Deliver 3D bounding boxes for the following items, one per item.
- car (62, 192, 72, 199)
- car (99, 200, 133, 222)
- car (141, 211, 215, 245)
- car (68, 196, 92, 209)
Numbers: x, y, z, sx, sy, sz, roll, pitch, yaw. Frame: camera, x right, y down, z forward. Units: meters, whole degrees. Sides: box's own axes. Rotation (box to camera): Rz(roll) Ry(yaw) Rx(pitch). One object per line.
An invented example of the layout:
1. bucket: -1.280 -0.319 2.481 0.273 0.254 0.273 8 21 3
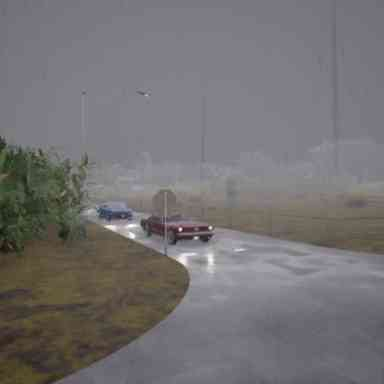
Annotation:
1. car: -31.426 0.846 83.822 1.882 1.535 5.008 0 1 -26
2. car: -6.133 1.458 26.486 1.882 1.535 5.008 0 0 -26
3. car: -0.827 1.615 15.889 1.895 1.301 4.718 0 0 -28
4. car: -14.440 1.220 43.316 2.097 1.767 4.553 0 0 -26
